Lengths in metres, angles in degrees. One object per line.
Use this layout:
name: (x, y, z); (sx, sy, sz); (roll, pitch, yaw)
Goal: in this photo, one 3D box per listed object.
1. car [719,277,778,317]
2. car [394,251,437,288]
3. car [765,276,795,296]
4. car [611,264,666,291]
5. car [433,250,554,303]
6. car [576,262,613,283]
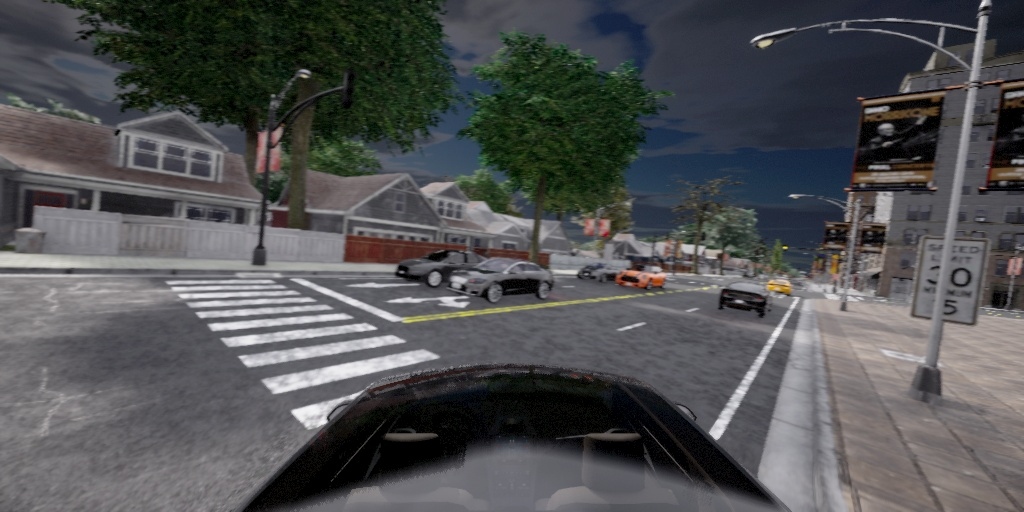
car: (11.997, 2.065, 18.269); (1.882, 1.535, 5.008); (8, 2, 40)
car: (-2.754, 0.487, 15.857); (1.837, 1.490, 4.892); (8, 3, 39)
car: (28.314, 3.279, 37.917); (1.882, 1.535, 5.008); (7, 2, 40)
car: (9.142, 1.359, 25.062); (2.097, 1.767, 4.553); (8, 2, 40)
car: (-0.253, 0.829, 13.787); (2.128, 1.511, 4.902); (8, 3, 40)
car: (6.645, 1.214, 27.131); (1.994, 1.385, 4.181); (8, 3, 41)
